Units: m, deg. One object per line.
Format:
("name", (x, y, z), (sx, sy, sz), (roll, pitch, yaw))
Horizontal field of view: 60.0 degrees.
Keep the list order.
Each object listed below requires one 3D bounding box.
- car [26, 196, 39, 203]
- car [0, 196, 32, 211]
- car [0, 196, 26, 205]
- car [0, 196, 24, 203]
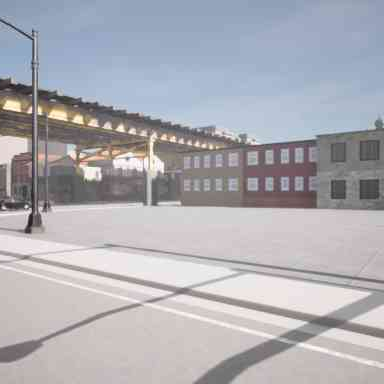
("car", (-28.348, 1.295, 59.145), (1.853, 1.218, 4.536), (0, 0, -24))
("car", (-21.707, 1.491, 39.867), (2.128, 1.511, 4.902), (0, 0, 24))
("car", (-31.847, 1.453, 57.860), (4.974, 1.542, 2.038), (0, 0, 6))
("car", (-31.899, 1.295, 57.865), (4.536, 1.218, 1.853), (0, 0, 6))
